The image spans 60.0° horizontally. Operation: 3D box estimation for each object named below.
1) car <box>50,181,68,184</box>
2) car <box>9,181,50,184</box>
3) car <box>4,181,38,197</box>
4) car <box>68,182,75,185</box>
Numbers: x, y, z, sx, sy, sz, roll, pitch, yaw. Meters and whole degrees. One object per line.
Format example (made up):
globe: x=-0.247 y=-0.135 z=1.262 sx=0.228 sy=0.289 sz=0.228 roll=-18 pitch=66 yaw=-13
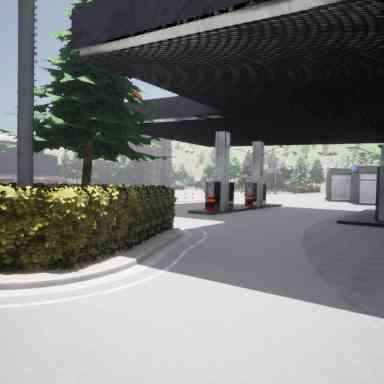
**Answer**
car: x=-26.895 y=-1.257 z=65.394 sx=3.866 sy=1.878 sz=1.905 roll=2 pitch=2 yaw=35
car: x=-17.290 y=-0.178 z=35.168 sx=3.866 sy=1.878 sz=1.905 roll=2 pitch=2 yaw=35
car: x=-21.836 y=-0.463 z=42.376 sx=4.605 sy=1.855 sz=1.932 roll=2 pitch=2 yaw=35
car: x=-25.562 y=-1.284 z=68.009 sx=4.605 sy=1.855 sz=1.932 roll=2 pitch=2 yaw=35
